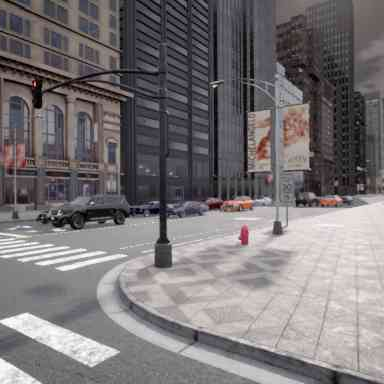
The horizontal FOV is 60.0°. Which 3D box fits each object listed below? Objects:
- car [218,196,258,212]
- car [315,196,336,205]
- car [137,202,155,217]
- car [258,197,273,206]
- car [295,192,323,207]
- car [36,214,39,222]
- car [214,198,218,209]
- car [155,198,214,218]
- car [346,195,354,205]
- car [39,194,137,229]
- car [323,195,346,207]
[{"bbox_3d":[5.359,1.264,38.211,2.097,1.767,4.553,-1,0,36],"label":"car"},{"bbox_3d":[22.869,1.396,56.918,2.033,1.411,5.357,-1,0,35],"label":"car"},{"bbox_3d":[-3.786,1.564,31.008,1.895,1.301,4.718,-1,0,35],"label":"car"},{"bbox_3d":[10.995,1.436,51.616,1.812,1.442,4.674,-1,0,36],"label":"car"},{"bbox_3d":[16.776,1.081,48.362,2.150,2.045,5.566,-1,0,36],"label":"car"},{"bbox_3d":[-8.859,1.549,23.876,1.994,1.385,4.181,-1,0,35],"label":"car"},{"bbox_3d":[1.929,1.417,39.027,1.882,1.535,5.008,-1,0,36],"label":"car"},{"bbox_3d":[-0.558,1.484,29.938,2.033,1.411,5.357,-1,0,35],"label":"car"},{"bbox_3d":[25.299,1.330,54.727,1.837,1.490,4.892,-1,0,35],"label":"car"},{"bbox_3d":[-6.503,1.185,21.587,2.150,2.045,5.566,-1,0,35],"label":"car"},{"bbox_3d":[19.914,1.187,47.162,2.097,1.767,4.553,-1,0,36],"label":"car"}]
